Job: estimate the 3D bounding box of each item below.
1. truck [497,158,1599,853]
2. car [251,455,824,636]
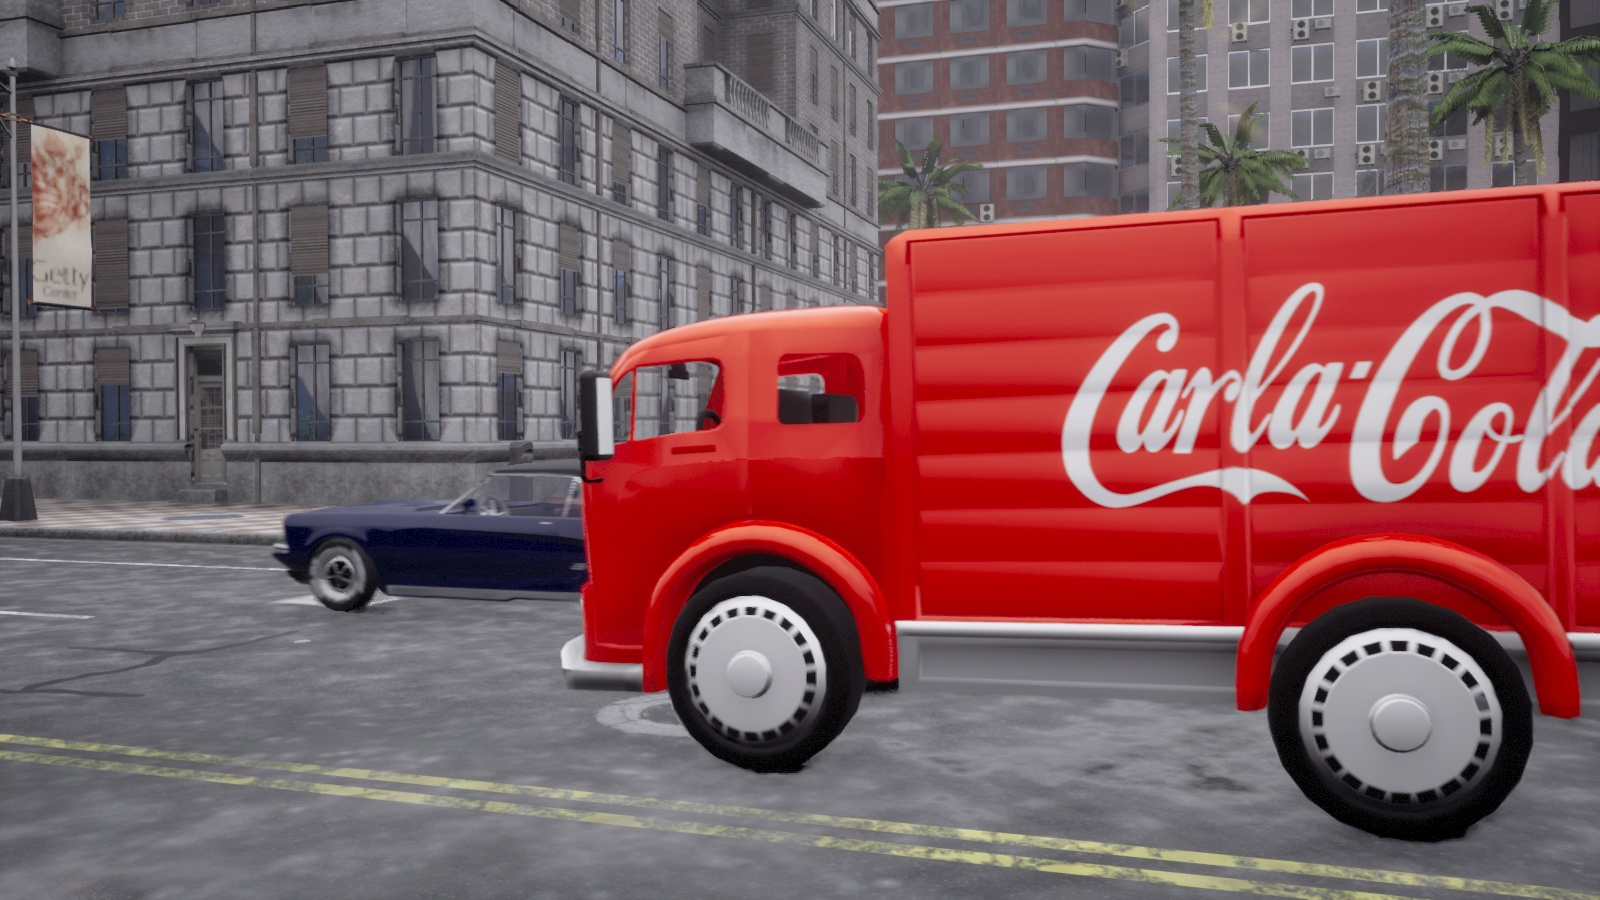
[{"bbox_3d":[1.499,0.219,6.280,5.204,2.467,2.627,-1,0,18],"label":"truck"},{"bbox_3d":[-2.324,0.738,11.256,4.718,1.301,1.895,1,1,19],"label":"car"}]
